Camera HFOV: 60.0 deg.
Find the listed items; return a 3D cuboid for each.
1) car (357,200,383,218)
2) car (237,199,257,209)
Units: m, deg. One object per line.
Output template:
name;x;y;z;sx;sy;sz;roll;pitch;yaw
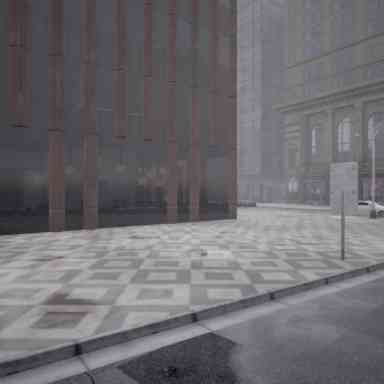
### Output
car;15.315;1.474;28.996;1.812;1.442;4.674;0;0;-37
car;5.960;1.506;41.938;1.895;1.301;4.718;0;0;-36
